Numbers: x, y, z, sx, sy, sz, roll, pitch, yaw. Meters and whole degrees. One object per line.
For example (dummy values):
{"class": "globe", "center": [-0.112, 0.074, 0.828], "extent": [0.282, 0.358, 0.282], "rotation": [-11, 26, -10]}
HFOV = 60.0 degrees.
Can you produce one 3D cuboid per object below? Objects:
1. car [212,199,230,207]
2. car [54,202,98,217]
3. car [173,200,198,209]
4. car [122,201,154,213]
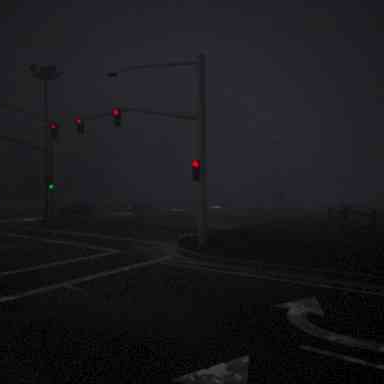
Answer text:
{"class": "car", "center": [5.380, 1.988, 62.118], "extent": [1.994, 1.385, 4.181], "rotation": [-1, 0, 36]}
{"class": "car", "center": [-12.636, 1.910, 36.433], "extent": [2.128, 1.511, 4.902], "rotation": [-1, -1, 35]}
{"class": "car", "center": [-0.764, 1.971, 53.417], "extent": [2.033, 1.411, 5.357], "rotation": [-1, -1, 34]}
{"class": "car", "center": [-7.137, 1.927, 44.267], "extent": [1.837, 1.490, 4.892], "rotation": [-1, -1, 35]}
